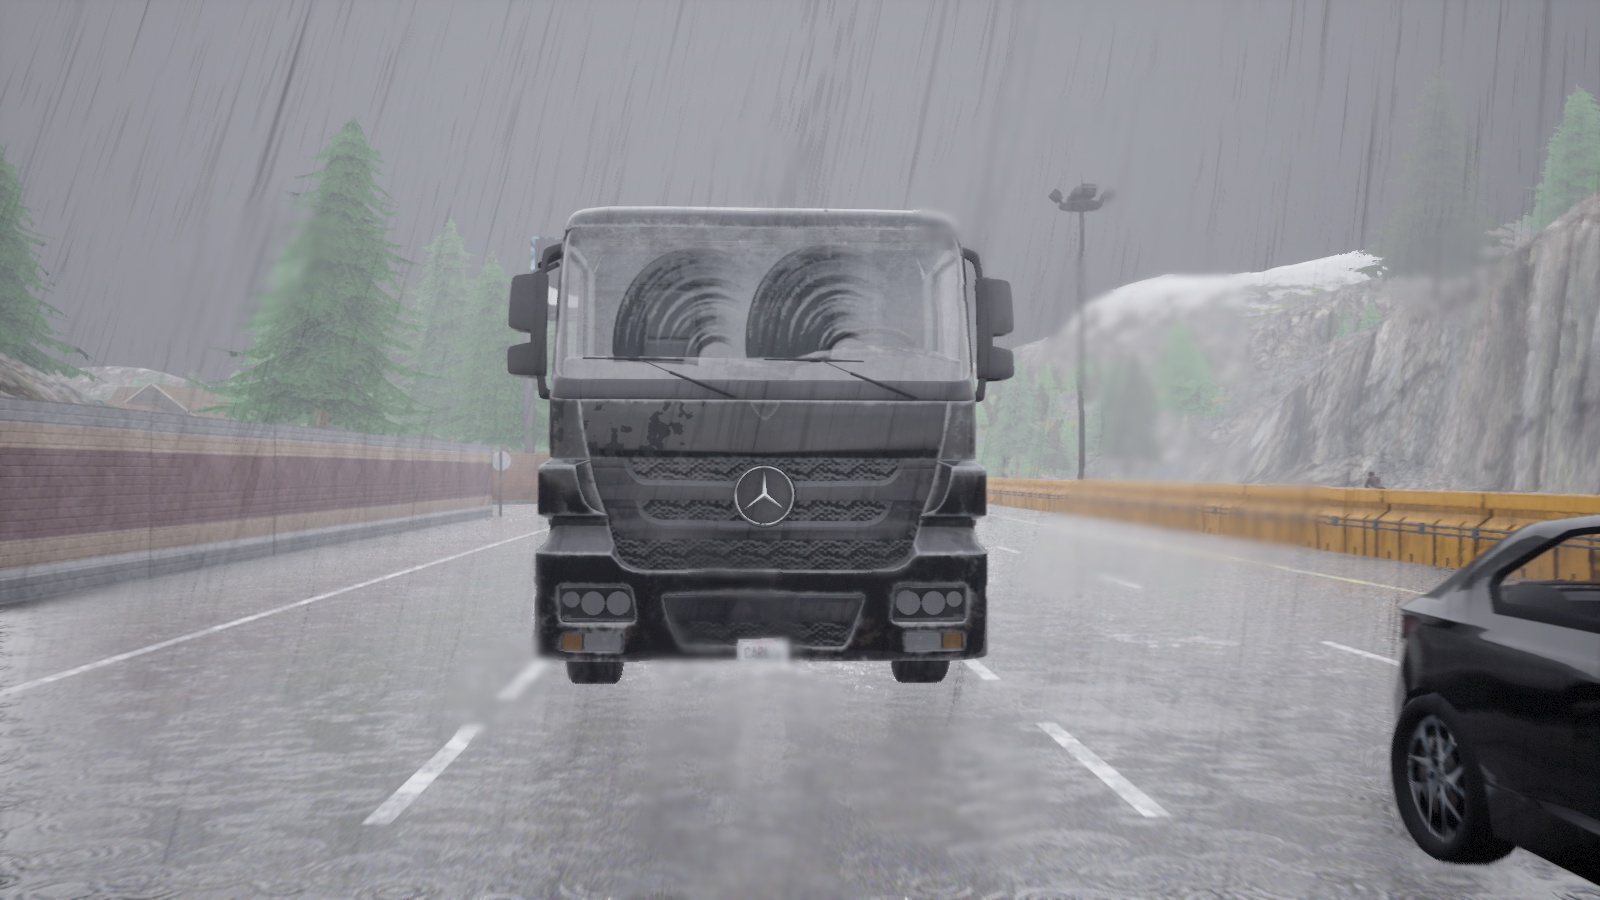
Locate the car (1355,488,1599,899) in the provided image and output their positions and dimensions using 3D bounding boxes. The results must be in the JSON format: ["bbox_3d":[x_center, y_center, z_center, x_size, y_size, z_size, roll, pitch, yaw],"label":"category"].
[{"bbox_3d":[3.455,0.872,3.530,1.816,1.474,4.193,0,-1,-2],"label":"car"}]

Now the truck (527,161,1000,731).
[{"bbox_3d":[-0.413,0.030,11.662,2.891,3.462,7.936,0,-1,-3],"label":"truck"}]
